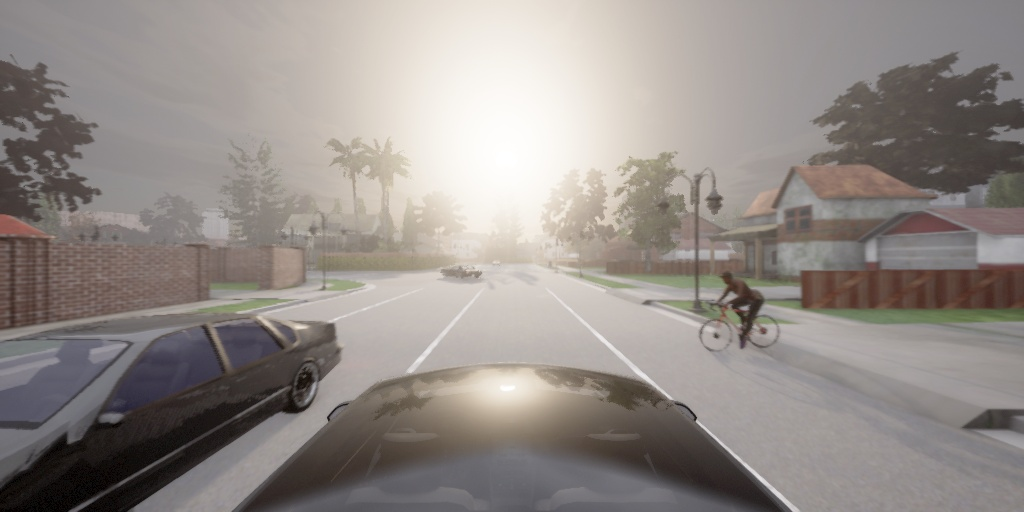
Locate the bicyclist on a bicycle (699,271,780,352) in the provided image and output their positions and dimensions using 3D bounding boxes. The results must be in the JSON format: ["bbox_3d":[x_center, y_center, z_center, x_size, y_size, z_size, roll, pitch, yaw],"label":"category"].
[{"bbox_3d":[4.595,1.118,7.310,1.656,1.620,0.582,-5,0,0],"label":"bicyclist on a bicycle"}]

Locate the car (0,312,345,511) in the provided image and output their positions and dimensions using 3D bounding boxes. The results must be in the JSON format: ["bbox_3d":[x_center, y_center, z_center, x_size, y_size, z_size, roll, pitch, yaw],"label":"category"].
[{"bbox_3d":[-3.589,1.317,3.382,2.033,1.411,5.357,0,0,0],"label":"car"}]

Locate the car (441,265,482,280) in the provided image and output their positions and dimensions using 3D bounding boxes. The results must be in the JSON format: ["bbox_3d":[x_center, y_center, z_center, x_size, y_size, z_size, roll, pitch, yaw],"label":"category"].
[{"bbox_3d":[-4.791,1.458,33.562,1.895,1.301,4.718,0,0,-38],"label":"car"}]
